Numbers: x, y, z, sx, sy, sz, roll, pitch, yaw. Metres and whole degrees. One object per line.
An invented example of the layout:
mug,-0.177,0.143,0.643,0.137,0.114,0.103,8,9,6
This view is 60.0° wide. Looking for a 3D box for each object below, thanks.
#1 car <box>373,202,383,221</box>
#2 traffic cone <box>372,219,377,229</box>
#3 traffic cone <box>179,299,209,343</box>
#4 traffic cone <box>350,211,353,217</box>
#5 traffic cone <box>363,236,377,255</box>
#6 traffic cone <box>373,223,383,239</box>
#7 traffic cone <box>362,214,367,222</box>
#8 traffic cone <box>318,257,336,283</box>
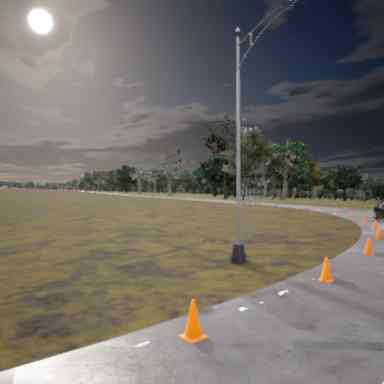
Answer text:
car,14.483,1.474,23.930,2.128,1.511,4.902,0,0,17
traffic cone,11.179,1.938,20.261,0.340,0.580,0.340,0,0,24
traffic cone,0.026,1.964,5.177,0.340,0.580,0.340,0,0,-41
traffic cone,14.026,1.925,29.257,0.340,0.580,0.340,0,0,11
traffic cone,6.437,1.946,12.102,0.340,0.580,0.340,0,0,36
traffic cone,9.033,1.942,16.051,0.340,0.580,0.340,0,0,30
traffic cone,12.850,1.933,24.681,0.340,0.580,0.340,0,0,18
traffic cone,3.422,1.952,8.463,0.340,0.580,0.340,0,0,43
